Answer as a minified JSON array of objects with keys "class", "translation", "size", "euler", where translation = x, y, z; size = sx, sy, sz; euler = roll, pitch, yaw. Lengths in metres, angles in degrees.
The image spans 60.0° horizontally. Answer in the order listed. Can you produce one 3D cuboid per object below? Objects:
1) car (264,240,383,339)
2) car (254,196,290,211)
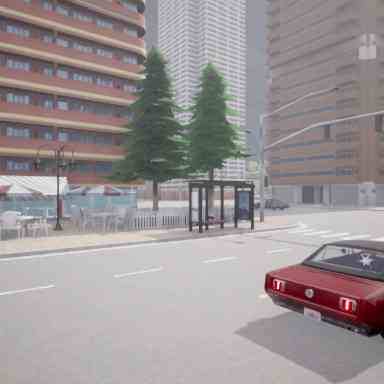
[{"class":"car","translation":[3.663,1.601,6.421],"size":[4.718,1.301,1.895],"euler":[0,0,-36]},{"class":"car","translation":[9.971,1.603,42.741],"size":[2.033,1.411,5.357],"euler":[0,0,-36]}]
